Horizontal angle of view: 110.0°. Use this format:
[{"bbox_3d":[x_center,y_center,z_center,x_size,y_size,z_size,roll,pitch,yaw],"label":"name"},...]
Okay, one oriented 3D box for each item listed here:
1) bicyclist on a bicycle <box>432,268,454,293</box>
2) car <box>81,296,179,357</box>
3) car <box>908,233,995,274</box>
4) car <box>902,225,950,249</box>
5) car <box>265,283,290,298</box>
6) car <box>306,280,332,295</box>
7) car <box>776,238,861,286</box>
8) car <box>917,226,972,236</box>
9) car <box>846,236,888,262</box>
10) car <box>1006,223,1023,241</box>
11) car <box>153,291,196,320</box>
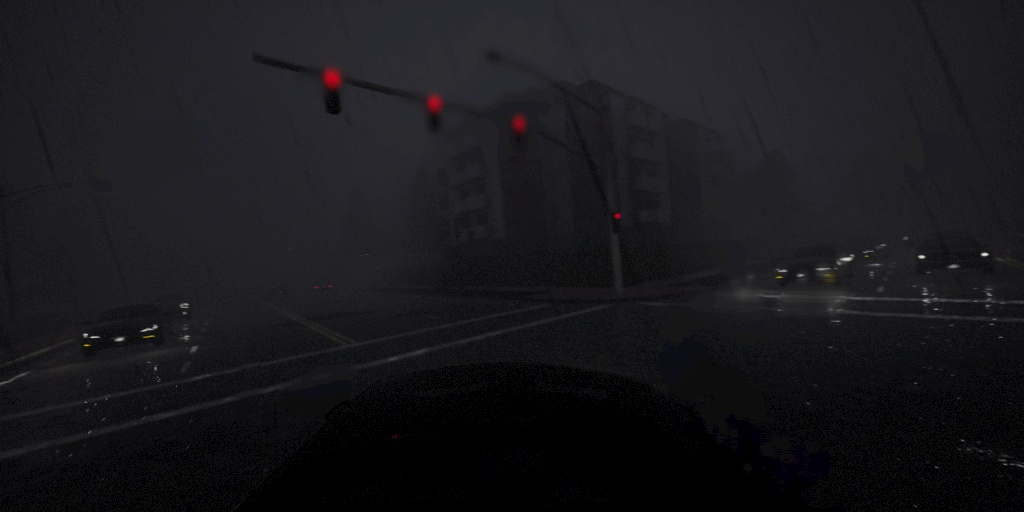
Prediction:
[{"bbox_3d":[-4.598,1.611,23.935,1.656,1.620,0.582,-4,-1,-39],"label":"bicyclist on a bicycle"},{"bbox_3d":[-13.973,2.539,13.259,1.837,1.490,4.892,-5,-1,-39],"label":"car"},{"bbox_3d":[17.511,-0.058,14.355,4.718,1.301,1.895,-5,-1,-41],"label":"car"},{"bbox_3d":[34.312,-1.633,29.298,4.553,1.767,2.097,-4,-1,-20],"label":"car"},{"bbox_3d":[-25.842,3.745,39.545,2.128,1.511,4.902,-5,-1,-38],"label":"car"},{"bbox_3d":[-21.144,3.396,39.226,2.033,1.411,5.357,-5,-1,-38],"label":"car"},{"bbox_3d":[12.194,0.302,14.377,4.892,1.490,1.837,-5,0,-40],"label":"car"},{"bbox_3d":[24.696,-0.727,20.130,4.892,1.490,1.837,-5,-1,-36],"label":"car"},{"bbox_3d":[21.424,-0.433,22.029,4.892,1.490,1.837,-5,0,-36],"label":"car"},{"bbox_3d":[40.766,-2.028,27.696,4.674,1.442,1.812,-5,-1,-14],"label":"car"},{"bbox_3d":[-20.702,3.027,21.691,2.097,1.767,4.553,-5,0,-39],"label":"car"}]
